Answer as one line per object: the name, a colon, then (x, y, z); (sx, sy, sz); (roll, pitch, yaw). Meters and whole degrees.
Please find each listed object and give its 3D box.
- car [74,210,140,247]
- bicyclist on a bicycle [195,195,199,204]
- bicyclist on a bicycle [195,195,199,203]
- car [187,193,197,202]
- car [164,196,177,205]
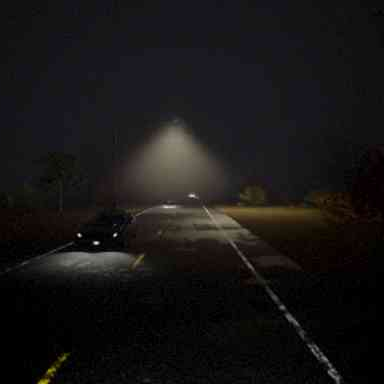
car: (-3.600, 1.531, 15.161); (2.033, 1.411, 5.357); (0, 0, 0)
bicyclist on a bicycle: (0.971, 1.343, 55.740); (0.866, 1.612, 1.509); (0, 0, 0)
bicyclist on a bicycle: (0.957, 1.320, 63.772); (0.866, 1.612, 1.509); (0, 0, 0)
car: (0.005, 1.451, 72.409); (1.895, 1.301, 4.718); (0, 0, 0)
car: (-3.564, 1.400, 55.244); (2.128, 1.511, 4.902); (0, 0, 0)
